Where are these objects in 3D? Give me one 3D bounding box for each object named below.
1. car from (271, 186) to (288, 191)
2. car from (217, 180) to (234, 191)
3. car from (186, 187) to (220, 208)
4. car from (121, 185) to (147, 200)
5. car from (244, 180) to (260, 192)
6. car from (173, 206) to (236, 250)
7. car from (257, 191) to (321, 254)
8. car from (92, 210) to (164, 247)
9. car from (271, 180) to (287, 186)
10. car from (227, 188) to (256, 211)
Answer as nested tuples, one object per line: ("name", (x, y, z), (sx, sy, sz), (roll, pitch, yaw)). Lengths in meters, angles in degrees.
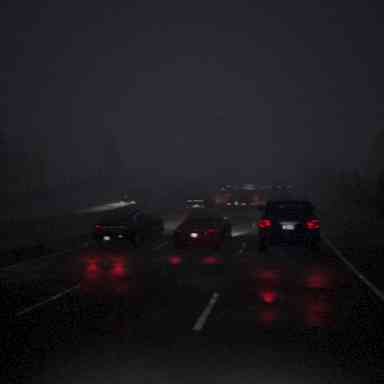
("car", (7.613, 0.670, 28.432), (1.837, 1.490, 4.892), (-1, 5, 14))
("car", (4.456, -0.841, 44.508), (1.812, 1.442, 4.674), (-1, 7, 14))
("car", (0.831, 0.767, 30.166), (2.128, 1.511, 4.902), (-1, 5, 14))
("car", (-7.168, 0.009, 41.402), (2.128, 1.511, 4.902), (-1, 7, 15))
("car", (7.847, -0.898, 43.644), (1.812, 1.442, 4.674), (-1, 7, 14))
("car", (0.573, 1.592, 14.815), (1.994, 1.385, 4.181), (-1, 1, 14))
("car", (3.899, 1.192, 13.723), (2.150, 2.045, 5.566), (-1, 1, 14))
("car", (-2.817, 1.575, 15.690), (2.128, 1.511, 4.902), (-1, 1, 14))
("car", (11.240, -0.915, 42.785), (1.994, 1.385, 4.181), (-1, 7, 14))
("car", (4.152, 0.789, 29.031), (2.033, 1.411, 5.357), (-1, 5, 14))
